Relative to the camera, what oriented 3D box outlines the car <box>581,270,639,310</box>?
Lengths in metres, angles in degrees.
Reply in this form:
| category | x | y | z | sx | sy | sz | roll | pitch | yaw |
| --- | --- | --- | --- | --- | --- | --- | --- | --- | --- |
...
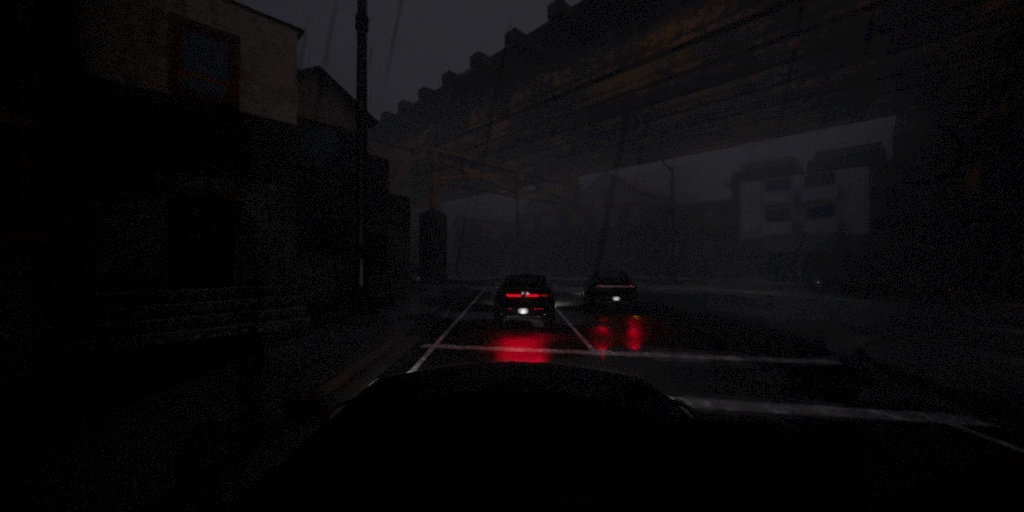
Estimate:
| category | x | y | z | sx | sy | sz | roll | pitch | yaw |
| --- | --- | --- | --- | --- | --- | --- | --- | --- | --- |
| car | 4.107 | 1.348 | 15.427 | 2.128 | 1.511 | 4.902 | 0 | 0 | 7 |

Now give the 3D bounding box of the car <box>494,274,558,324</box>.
| category | x | y | z | sx | sy | sz | roll | pitch | yaw |
| --- | --- | --- | --- | --- | --- | --- | --- | --- | --- |
| car | 0.496 | 1.335 | 12.372 | 1.837 | 1.490 | 4.892 | 0 | -1 | 4 |

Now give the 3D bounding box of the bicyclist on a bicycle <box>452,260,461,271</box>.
| category | x | y | z | sx | sy | sz | roll | pitch | yaw |
| --- | --- | --- | --- | --- | --- | --- | --- | --- | --- |
| bicyclist on a bicycle | -8.524 | 1.467 | 55.044 | 1.656 | 1.620 | 0.582 | 0 | 0 | -45 |

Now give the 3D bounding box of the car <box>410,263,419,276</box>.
| category | x | y | z | sx | sy | sz | roll | pitch | yaw |
| --- | --- | --- | --- | --- | --- | --- | --- | --- | --- |
| car | -11.175 | 1.565 | 42.113 | 1.837 | 1.490 | 4.892 | 0 | 0 | -44 |

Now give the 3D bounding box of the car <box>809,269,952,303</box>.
| category | x | y | z | sx | sy | sz | roll | pitch | yaw |
| --- | --- | --- | --- | --- | --- | --- | --- | --- | --- |
| car | 17.999 | 1.368 | 17.848 | 2.128 | 1.511 | 4.902 | 0 | -1 | -45 |
